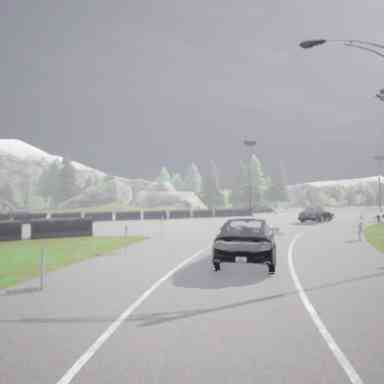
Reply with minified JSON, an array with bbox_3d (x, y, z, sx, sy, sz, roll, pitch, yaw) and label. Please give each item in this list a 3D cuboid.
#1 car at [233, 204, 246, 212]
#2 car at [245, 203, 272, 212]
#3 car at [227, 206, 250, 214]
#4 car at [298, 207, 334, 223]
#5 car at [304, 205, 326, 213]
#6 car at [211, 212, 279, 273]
[{"bbox_3d":[11.644,3.385,68.243,5.566,2.045,2.150,1,-3,-30],"label":"car"},{"bbox_3d":[13.463,3.521,65.261,4.892,1.490,1.837,1,-3,-30],"label":"car"},{"bbox_3d":[9.893,3.835,71.310,4.674,1.442,1.812,1,-3,-28],"label":"car"},{"bbox_3d":[11.780,2.186,31.523,2.033,1.411,5.357,-3,-3,39],"label":"car"},{"bbox_3d":[27.137,3.718,73.221,4.892,1.490,1.837,1,-3,-30],"label":"car"},{"bbox_3d":[1.878,1.646,11.270,2.128,1.511,4.902,0,-1,13],"label":"car"}]
